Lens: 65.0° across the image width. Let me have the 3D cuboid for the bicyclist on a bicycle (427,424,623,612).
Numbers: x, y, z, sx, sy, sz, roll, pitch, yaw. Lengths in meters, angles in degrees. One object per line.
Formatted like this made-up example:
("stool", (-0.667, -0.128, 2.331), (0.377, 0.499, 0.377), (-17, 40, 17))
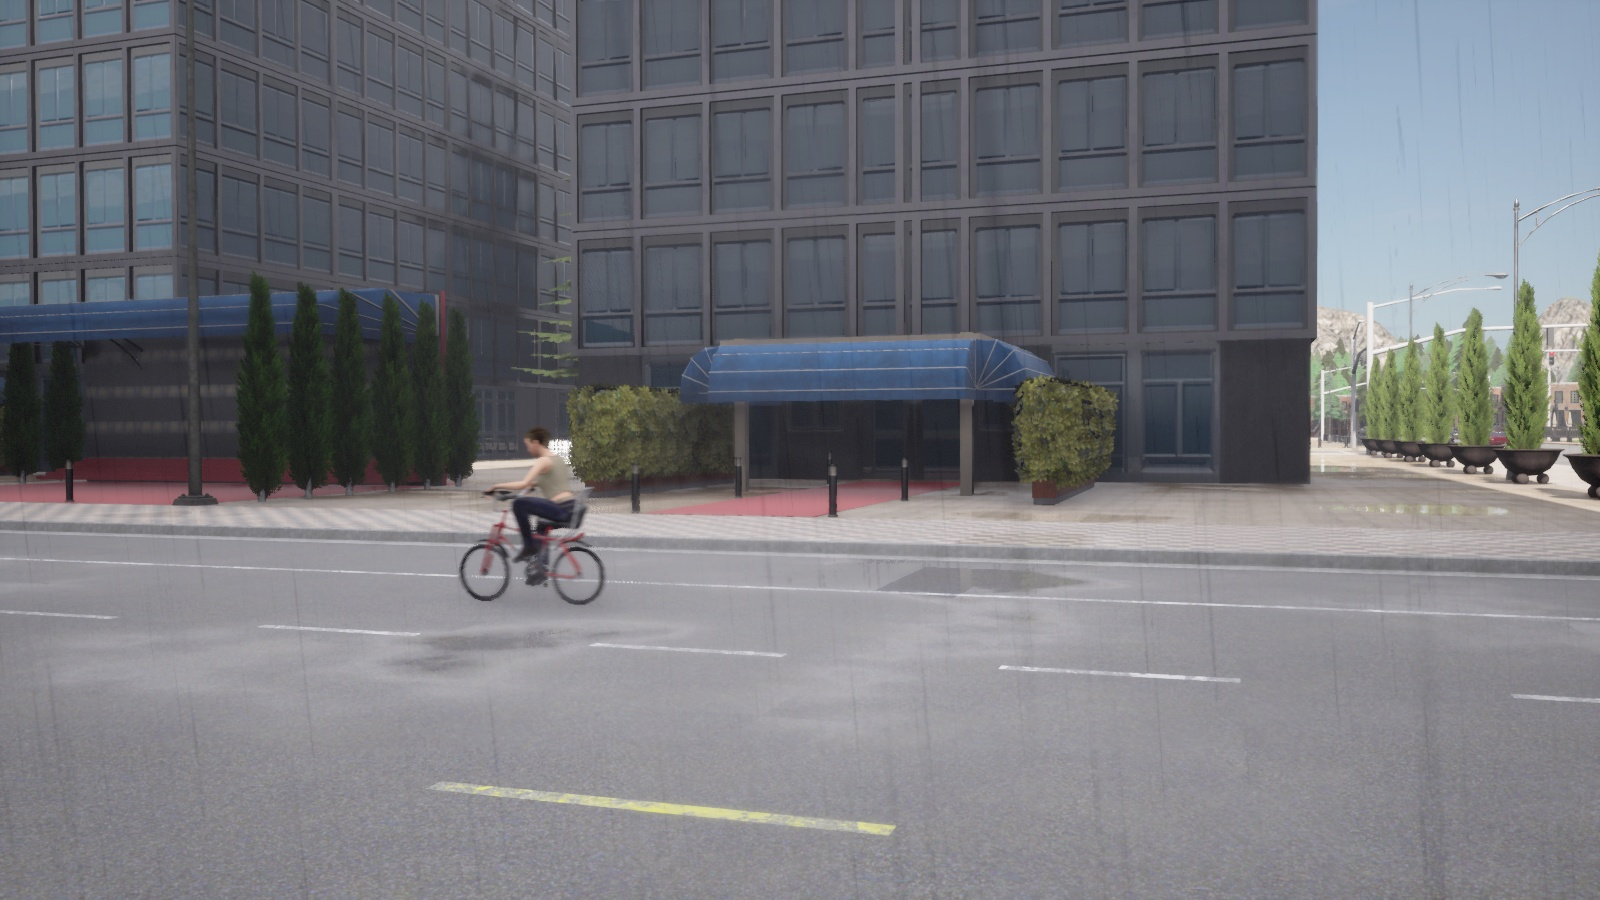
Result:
("bicyclist on a bicycle", (-2.478, 0.572, 11.381), (1.509, 1.612, 0.866), (1, 1, 18))
